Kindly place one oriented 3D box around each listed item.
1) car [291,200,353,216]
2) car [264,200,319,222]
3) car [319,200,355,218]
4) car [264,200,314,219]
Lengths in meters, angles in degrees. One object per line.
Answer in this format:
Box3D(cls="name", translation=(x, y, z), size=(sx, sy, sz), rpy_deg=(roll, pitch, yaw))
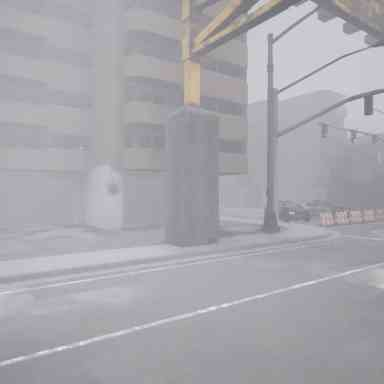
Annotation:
Box3D(cls="car", translation=(10.962, 1.295, 28.162), size=(4.536, 1.218, 1.853), rpy_deg=(0, 0, 34))
Box3D(cls="car", translation=(7.439, 1.452, 25.969), size=(2.038, 1.542, 4.974), rpy_deg=(0, 0, -11))
Box3D(cls="car", translation=(11.005, 1.452, 28.134), size=(4.974, 1.542, 2.038), rpy_deg=(0, 0, 34))
Box3D(cls="car", translation=(7.429, 1.295, 26.020), size=(1.853, 1.218, 4.536), rpy_deg=(0, 0, -11))
